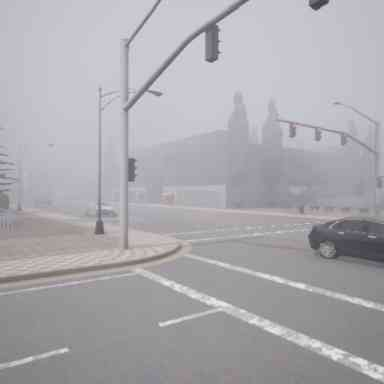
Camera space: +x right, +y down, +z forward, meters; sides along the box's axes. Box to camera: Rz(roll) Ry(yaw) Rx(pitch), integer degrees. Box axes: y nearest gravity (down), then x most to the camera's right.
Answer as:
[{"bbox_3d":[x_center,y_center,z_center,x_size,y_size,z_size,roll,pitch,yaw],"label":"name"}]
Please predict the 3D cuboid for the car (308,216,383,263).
[{"bbox_3d":[6.092,1.561,10.560,1.837,1.490,4.892,0,0,-36],"label":"car"}]

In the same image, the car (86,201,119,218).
[{"bbox_3d":[-8.441,1.571,30.858,1.812,1.442,4.674,0,0,-36],"label":"car"}]

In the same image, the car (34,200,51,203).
[{"bbox_3d":[-23.007,1.423,51.199,2.033,1.411,5.357,0,0,-36],"label":"car"}]
